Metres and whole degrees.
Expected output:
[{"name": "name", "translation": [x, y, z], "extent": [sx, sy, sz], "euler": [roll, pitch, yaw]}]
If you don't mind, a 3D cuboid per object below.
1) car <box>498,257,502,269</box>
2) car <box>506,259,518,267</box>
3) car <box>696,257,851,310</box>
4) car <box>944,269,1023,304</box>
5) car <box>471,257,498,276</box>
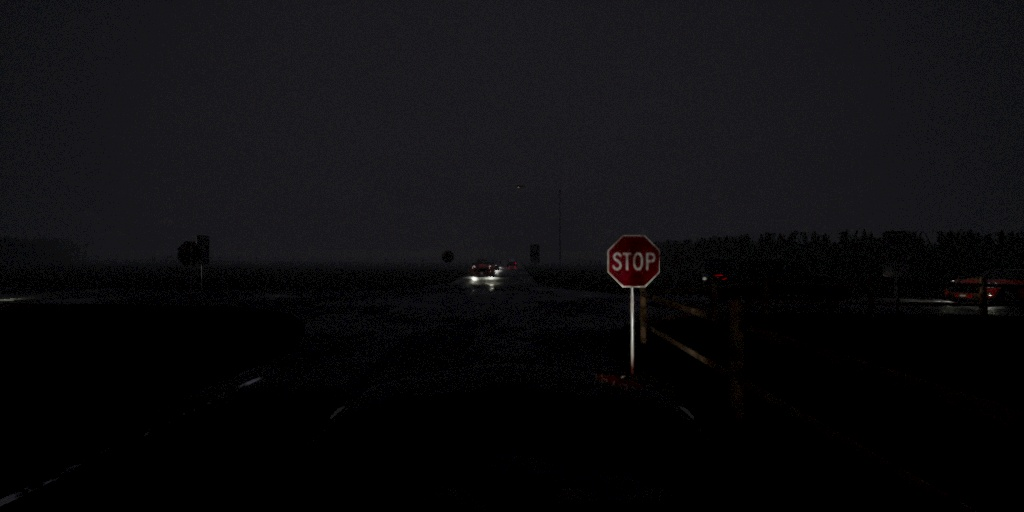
[{"name": "car", "translation": [-2.829, 1.188, 51.536], "extent": [1.837, 1.490, 4.892], "euler": [0, 0, 0]}, {"name": "car", "translation": [0.008, 1.264, 61.459], "extent": [1.895, 1.301, 4.718], "euler": [0, 0, 0]}, {"name": "car", "translation": [10.874, 1.083, 15.195], "extent": [5.566, 2.045, 2.150], "euler": [1, -1, 1]}, {"name": "car", "translation": [24.598, 1.412, 17.772], "extent": [4.553, 1.767, 2.097], "euler": [1, -1, 0]}, {"name": "car", "translation": [-2.843, 1.063, 35.841], "extent": [2.097, 1.767, 4.553], "euler": [0, 0, 0]}]
